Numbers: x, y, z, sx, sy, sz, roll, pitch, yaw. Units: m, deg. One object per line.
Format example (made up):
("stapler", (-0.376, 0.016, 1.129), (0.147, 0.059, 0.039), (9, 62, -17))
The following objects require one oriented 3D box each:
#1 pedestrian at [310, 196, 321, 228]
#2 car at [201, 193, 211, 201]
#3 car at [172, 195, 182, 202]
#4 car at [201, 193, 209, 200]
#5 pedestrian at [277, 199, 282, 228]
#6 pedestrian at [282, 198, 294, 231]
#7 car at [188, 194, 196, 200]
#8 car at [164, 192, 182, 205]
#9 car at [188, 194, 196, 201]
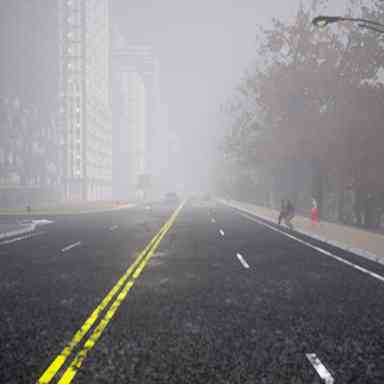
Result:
("pedestrian", (6.901, 1.080, 18.807), (0.375, 1.860, 0.375), (0, 1, 0))
("car", (3.257, 1.266, 74.902), (1.837, 1.490, 4.892), (0, 0, 0))
("car", (-3.244, 1.335, 71.456), (1.994, 1.385, 4.181), (0, 0, 0))
("car", (3.260, 1.104, 85.295), (1.882, 1.535, 5.008), (0, 0, 0))
("pedestrian", (5.344, 1.231, 19.409), (0.375, 1.860, 0.375), (0, 1, 0))
("pedestrian", (5.326, 1.234, 18.209), (0.375, 1.860, 0.375), (0, 1, 0))
("car", (0.010, 1.150, 85.296), (1.812, 1.442, 4.674), (0, 0, 0))
("car", (-3.324, 1.053, 54.810), (2.150, 2.045, 5.566), (0, 0, 0))
("car", (0.009, 1.306, 74.903), (2.033, 1.411, 5.357), (0, 0, 0))
